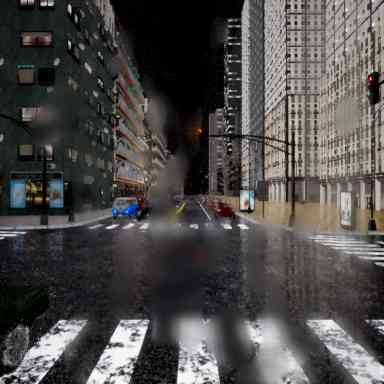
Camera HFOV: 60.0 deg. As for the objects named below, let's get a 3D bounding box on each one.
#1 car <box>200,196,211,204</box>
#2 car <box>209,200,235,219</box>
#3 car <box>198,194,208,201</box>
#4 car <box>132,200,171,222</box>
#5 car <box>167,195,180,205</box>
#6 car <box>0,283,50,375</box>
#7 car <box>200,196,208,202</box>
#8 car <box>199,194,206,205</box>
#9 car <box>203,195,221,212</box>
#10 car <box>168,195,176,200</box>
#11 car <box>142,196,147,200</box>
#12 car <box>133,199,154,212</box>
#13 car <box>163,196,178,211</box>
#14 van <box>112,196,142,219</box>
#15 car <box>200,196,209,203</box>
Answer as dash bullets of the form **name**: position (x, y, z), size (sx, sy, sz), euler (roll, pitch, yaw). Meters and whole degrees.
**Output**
- **car**: position (2.728, 1.592, 67.142), size (2.008, 1.369, 4.403), euler (0, 0, 0)
- **car**: position (2.711, 1.593, 28.448), size (1.802, 1.307, 4.206), euler (0, 0, 0)
- **car**: position (2.737, 1.377, 83.725), size (2.192, 1.841, 5.009), euler (0, 0, 0)
- **car**: position (-3.144, 1.573, 26.647), size (1.994, 1.385, 4.181), euler (0, 0, 2)
- **car**: position (-3.033, 1.632, 57.687), size (1.895, 1.301, 4.718), euler (0, 0, 1)
- **car**: position (-3.098, 1.601, 2.826), size (1.895, 1.301, 4.718), euler (0, 0, 0)
- **car**: position (2.733, 1.637, 78.197), size (1.802, 1.307, 4.206), euler (0, 0, 0)
- **car**: position (2.724, 1.470, 56.087), size (1.967, 1.590, 4.097), euler (0, 0, 0)
- **car**: position (2.717, 1.457, 39.504), size (1.967, 1.590, 4.097), euler (0, 0, 0)
- **car**: position (-5.640, 1.643, 94.785), size (1.947, 1.339, 4.313), euler (0, 0, 0)
- **car**: position (-5.666, 1.329, 33.981), size (2.192, 1.841, 5.009), euler (0, 0, 0)
- **car**: position (-5.665, 1.562, 39.509), size (1.887, 1.381, 4.507), euler (0, 0, 0)
- **car**: position (-3.078, 1.582, 40.646), size (1.994, 1.385, 4.181), euler (0, 0, 0)
- **van**: position (-5.669, 1.352, 28.454), size (1.690, 1.788, 3.998), euler (0, 0, 0)
- **car**: position (2.731, 1.593, 72.670), size (1.887, 1.381, 4.507), euler (0, 0, 0)
